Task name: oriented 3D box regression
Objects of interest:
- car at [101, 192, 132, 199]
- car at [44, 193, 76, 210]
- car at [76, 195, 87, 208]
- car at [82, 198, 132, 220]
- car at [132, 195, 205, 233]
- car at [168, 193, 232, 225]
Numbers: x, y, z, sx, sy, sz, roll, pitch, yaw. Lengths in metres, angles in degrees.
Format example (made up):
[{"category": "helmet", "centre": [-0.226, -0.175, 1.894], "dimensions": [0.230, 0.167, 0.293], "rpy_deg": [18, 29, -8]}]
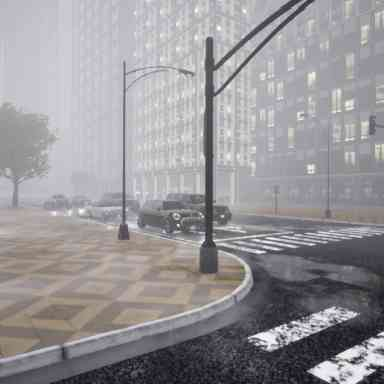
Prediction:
[{"category": "car", "centre": [-6.997, 0.990, 31.837], "dimensions": [2.150, 2.045, 5.566], "rpy_deg": [0, 0, -37]}, {"category": "car", "centre": [-15.008, 1.030, 37.191], "dimensions": [2.097, 1.767, 4.553], "rpy_deg": [0, 0, -36]}, {"category": "car", "centre": [-13.932, 1.153, 41.198], "dimensions": [2.128, 1.511, 4.902], "rpy_deg": [0, 1, -37]}, {"category": "car", "centre": [-6.618, 1.393, 25.862], "dimensions": [1.895, 1.301, 4.718], "rpy_deg": [0, 0, -37]}, {"category": "car", "centre": [-1.255, 1.216, 18.646], "dimensions": [2.097, 1.767, 4.553], "rpy_deg": [0, 0, -37]}, {"category": "car", "centre": [0.187, 1.085, 22.155], "dimensions": [2.150, 2.045, 5.566], "rpy_deg": [0, 0, -37]}]
